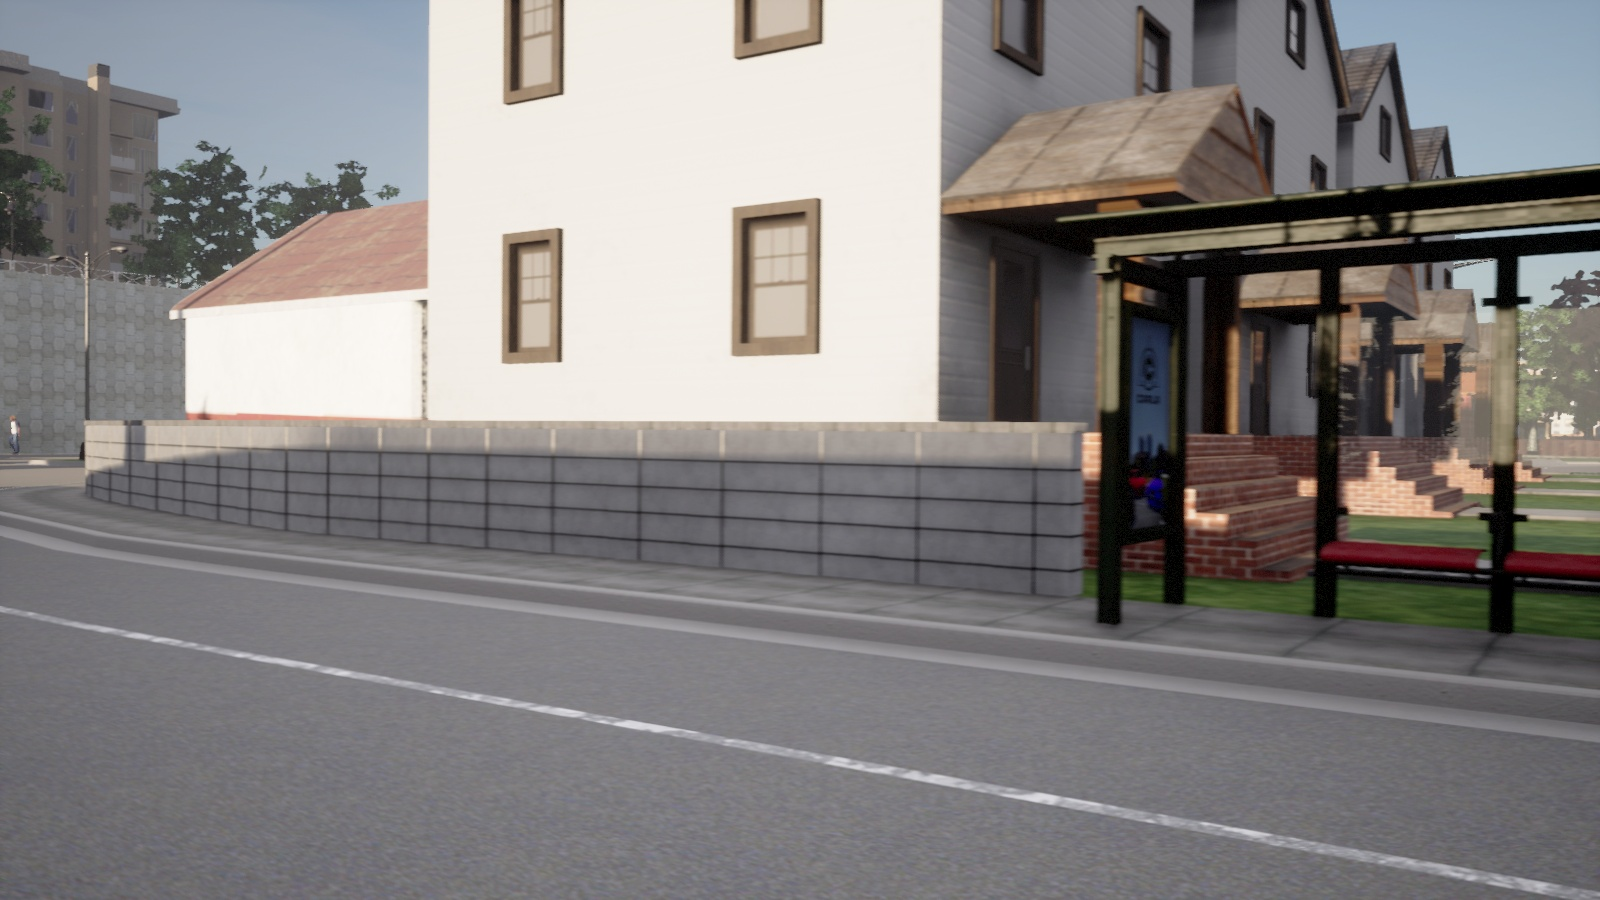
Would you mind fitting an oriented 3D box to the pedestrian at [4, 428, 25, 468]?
[{"bbox_3d":[-36.489,-0.085,58.350,0.354,1.836,0.706,0,1,33],"label":"pedestrian"}]

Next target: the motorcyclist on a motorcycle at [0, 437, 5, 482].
[{"bbox_3d":[-29.237,0.334,44.774,1.817,1.590,0.866,0,2,37],"label":"motorcyclist on a motorcycle"}]
